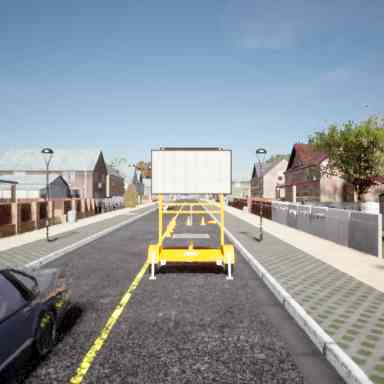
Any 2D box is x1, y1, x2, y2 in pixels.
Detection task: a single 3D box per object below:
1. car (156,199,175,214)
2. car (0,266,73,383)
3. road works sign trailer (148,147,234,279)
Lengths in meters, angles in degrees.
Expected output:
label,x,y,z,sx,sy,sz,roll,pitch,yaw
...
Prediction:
label,x,y,z,sx,sy,sz,roll,pitch,yaw
car,-2.866,1.553,36.651,2.128,1.511,4.902,0,0,0
car,-2.859,1.549,3.188,2.033,1.411,5.357,0,0,0
road works sign trailer,-0.019,0.471,10.013,2.380,3.560,2.880,0,0,0
